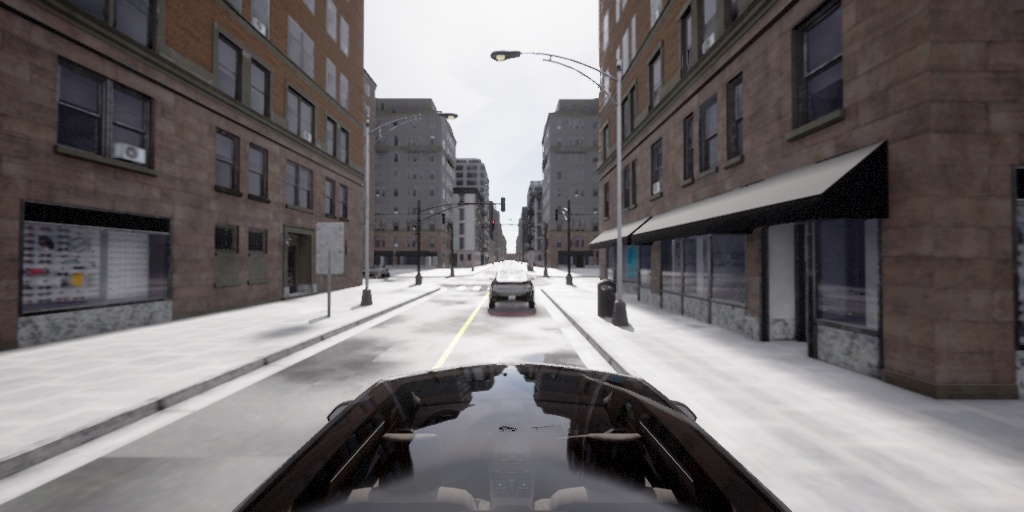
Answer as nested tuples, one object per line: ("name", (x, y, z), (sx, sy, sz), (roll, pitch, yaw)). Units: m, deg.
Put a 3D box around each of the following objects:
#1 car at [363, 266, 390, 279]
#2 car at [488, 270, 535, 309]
("car", (-14.778, 1.655, 36.966), (4.313, 1.339, 1.948), (0, 0, 0))
("car", (-0.005, 1.372, 15.808), (2.128, 1.511, 4.902), (0, -1, 0))
